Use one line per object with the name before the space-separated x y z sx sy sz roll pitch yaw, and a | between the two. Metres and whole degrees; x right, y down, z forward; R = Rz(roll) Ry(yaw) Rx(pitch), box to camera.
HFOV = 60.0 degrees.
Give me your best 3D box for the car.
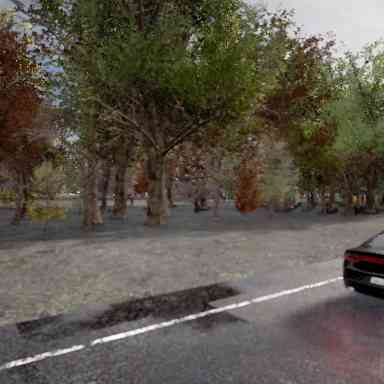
car | 5.500 1.534 7.694 5.008 1.535 1.882 0 0 -36
